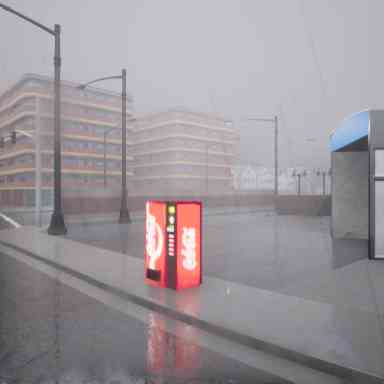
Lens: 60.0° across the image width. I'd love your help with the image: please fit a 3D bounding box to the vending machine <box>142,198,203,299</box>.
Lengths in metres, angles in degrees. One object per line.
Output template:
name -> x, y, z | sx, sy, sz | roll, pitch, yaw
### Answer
vending machine -> -0.439, 1.195, 7.684 | 1.100, 2.100, 0.880 | 0, 0, -44
